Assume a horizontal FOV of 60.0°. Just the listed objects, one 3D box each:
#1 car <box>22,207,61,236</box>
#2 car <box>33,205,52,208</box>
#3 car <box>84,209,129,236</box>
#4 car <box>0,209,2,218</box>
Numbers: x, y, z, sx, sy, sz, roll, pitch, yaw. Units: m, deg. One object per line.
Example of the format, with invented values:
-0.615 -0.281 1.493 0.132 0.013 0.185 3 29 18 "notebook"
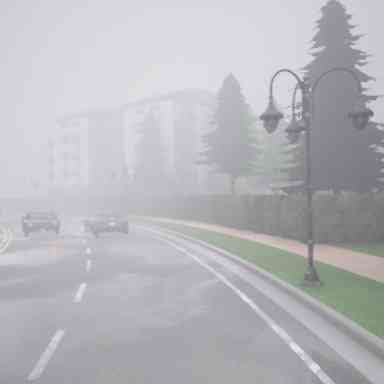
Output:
-9.395 1.855 20.501 1.895 1.301 4.718 -1 0 -29 "car"
-15.173 2.012 33.549 4.718 1.301 1.895 -1 0 45 "car"
-5.180 1.723 19.812 1.994 1.385 4.181 -1 0 -26 "car"
-21.316 2.040 34.177 4.902 1.511 2.128 -1 0 38 "car"
